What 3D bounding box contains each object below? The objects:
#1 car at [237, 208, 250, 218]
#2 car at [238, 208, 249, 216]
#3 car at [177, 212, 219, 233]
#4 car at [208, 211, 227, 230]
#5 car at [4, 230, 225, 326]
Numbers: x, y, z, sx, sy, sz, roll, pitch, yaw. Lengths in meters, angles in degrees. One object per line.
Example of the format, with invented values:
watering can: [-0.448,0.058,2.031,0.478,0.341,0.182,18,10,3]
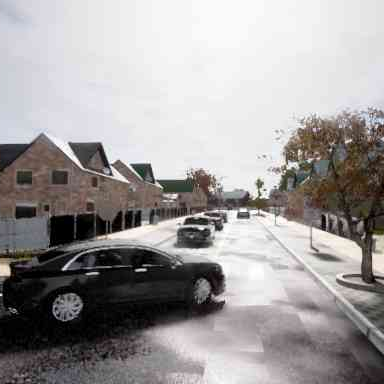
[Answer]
car: [8.046,3.352,51.970,1.994,1.385,4.181,0,-2,9]
car: [9.499,3.711,61.810,1.994,1.385,4.181,0,-2,8]
car: [0.325,2.161,19.611,1.837,1.490,4.892,0,-2,8]
car: [1.784,2.460,29.540,1.882,1.535,5.008,0,-2,8]
car: [-1.520,1.855,7.658,4.892,1.490,1.837,1,-2,-28]
